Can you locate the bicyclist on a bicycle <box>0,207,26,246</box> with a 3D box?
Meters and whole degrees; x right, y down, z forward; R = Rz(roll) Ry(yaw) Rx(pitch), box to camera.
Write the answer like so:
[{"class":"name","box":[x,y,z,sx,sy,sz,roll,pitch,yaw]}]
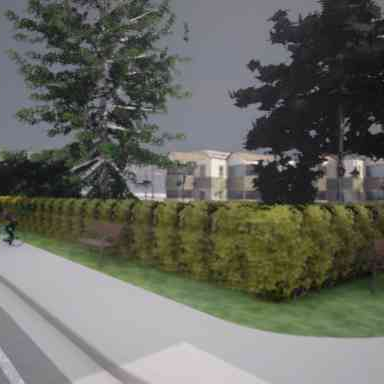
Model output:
[{"class":"bicyclist on a bicycle","box":[-7.569,1.431,13.401,1.656,1.620,0.582,2,-1,-42]}]
